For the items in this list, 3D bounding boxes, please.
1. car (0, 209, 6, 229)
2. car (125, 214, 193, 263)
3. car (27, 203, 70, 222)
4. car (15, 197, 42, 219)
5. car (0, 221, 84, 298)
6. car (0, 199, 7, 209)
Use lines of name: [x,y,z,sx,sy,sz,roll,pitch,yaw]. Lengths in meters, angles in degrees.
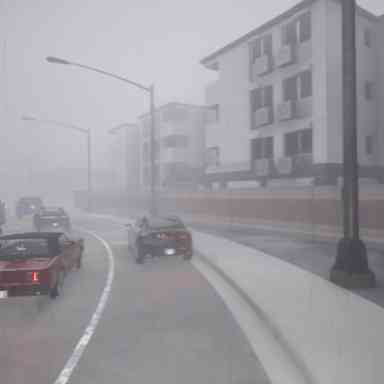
car: [-8.950,1.662,13.306,1.837,1.490,4.892,0,0,-19]
car: [-1.323,1.572,12.399,1.837,1.490,4.892,-1,0,-16]
car: [-9.031,1.681,21.201,2.128,1.511,4.902,0,0,-29]
car: [-16.111,1.538,33.036,2.150,2.045,5.566,0,0,-31]
car: [-4.024,1.682,8.537,1.895,1.301,4.718,-1,0,-10]
car: [-16.442,1.518,27.063,2.150,2.045,5.566,0,0,-31]
